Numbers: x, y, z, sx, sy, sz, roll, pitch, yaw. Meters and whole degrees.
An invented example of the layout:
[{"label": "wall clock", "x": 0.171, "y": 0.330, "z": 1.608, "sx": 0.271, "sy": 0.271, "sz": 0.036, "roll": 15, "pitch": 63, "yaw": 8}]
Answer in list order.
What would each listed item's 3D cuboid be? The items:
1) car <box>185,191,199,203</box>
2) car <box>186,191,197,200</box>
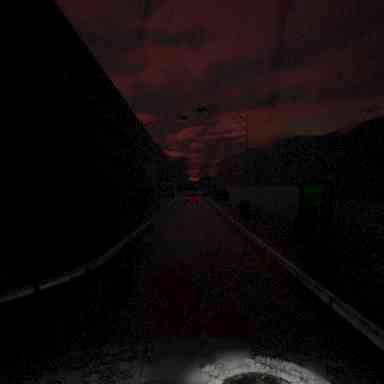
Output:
[{"label": "car", "x": -0.008, "y": 0.826, "z": 47.241, "sx": 1.895, "sy": 1.301, "sz": 4.718, "roll": 0, "pitch": 1, "yaw": 0}, {"label": "car", "x": -0.009, "y": 0.598, "z": 57.221, "sx": 1.812, "sy": 1.442, "sz": 4.674, "roll": 0, "pitch": 1, "yaw": 0}]
